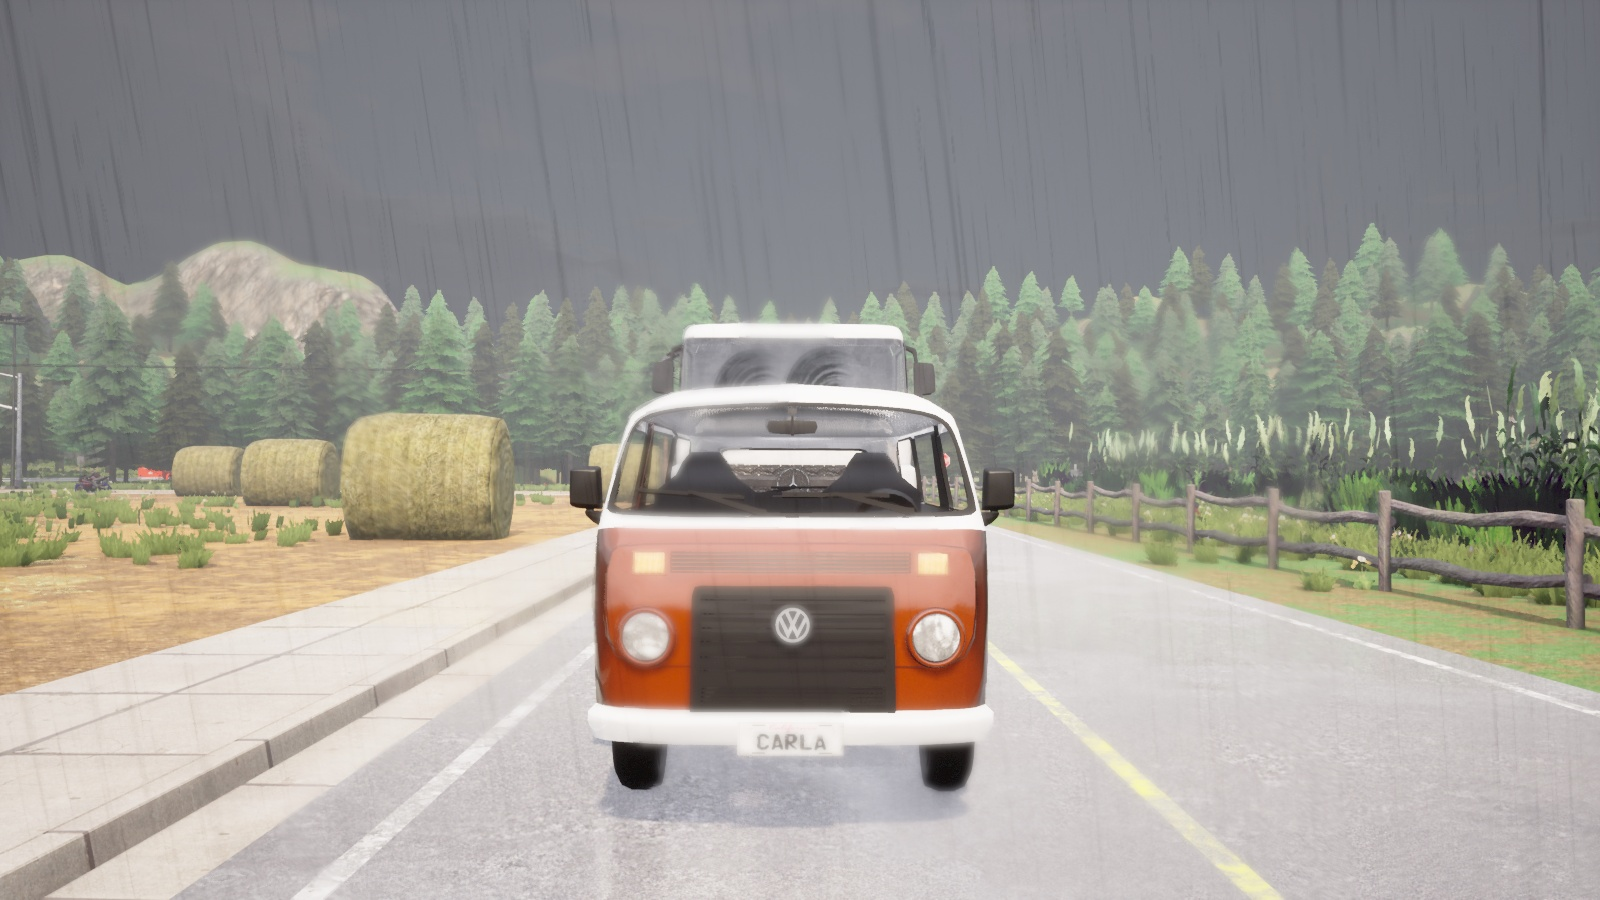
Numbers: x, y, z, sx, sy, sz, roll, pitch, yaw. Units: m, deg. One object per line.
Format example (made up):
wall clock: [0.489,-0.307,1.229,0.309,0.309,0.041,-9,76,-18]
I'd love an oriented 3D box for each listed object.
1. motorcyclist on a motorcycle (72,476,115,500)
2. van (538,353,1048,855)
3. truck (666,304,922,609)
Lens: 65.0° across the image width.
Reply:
motorcyclist on a motorcycle: [-44.225,2.378,78.594,2.191,1.530,0.866,0,-1,-3]
van: [-0.037,0.662,7.364,2.069,2.038,4.480,0,-1,0]
truck: [-0.089,0.139,18.252,2.891,3.462,7.936,0,-1,0]
